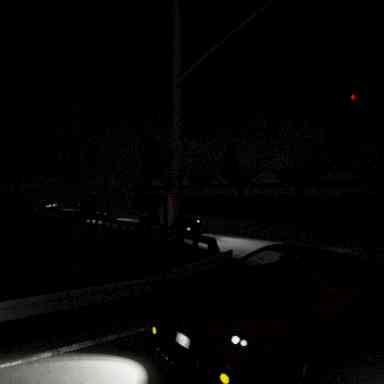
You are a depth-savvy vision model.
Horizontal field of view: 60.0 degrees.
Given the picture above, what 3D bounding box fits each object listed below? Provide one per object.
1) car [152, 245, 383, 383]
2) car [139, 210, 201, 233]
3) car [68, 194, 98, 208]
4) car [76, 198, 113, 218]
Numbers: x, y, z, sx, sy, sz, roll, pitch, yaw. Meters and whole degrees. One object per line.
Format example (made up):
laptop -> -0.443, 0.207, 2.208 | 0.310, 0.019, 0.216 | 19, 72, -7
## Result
car -> 1.516, 1.565, 5.075 | 4.181, 1.385, 1.994 | 0, 0, -36
car -> -1.460, 1.799, 20.810 | 1.895, 1.301, 4.718 | 0, 0, -35
car -> -16.367, 1.397, 50.562 | 2.150, 2.045, 5.566 | 0, 0, 18
car -> -9.165, 1.697, 31.781 | 1.837, 1.490, 4.892 | 0, 2, -35
